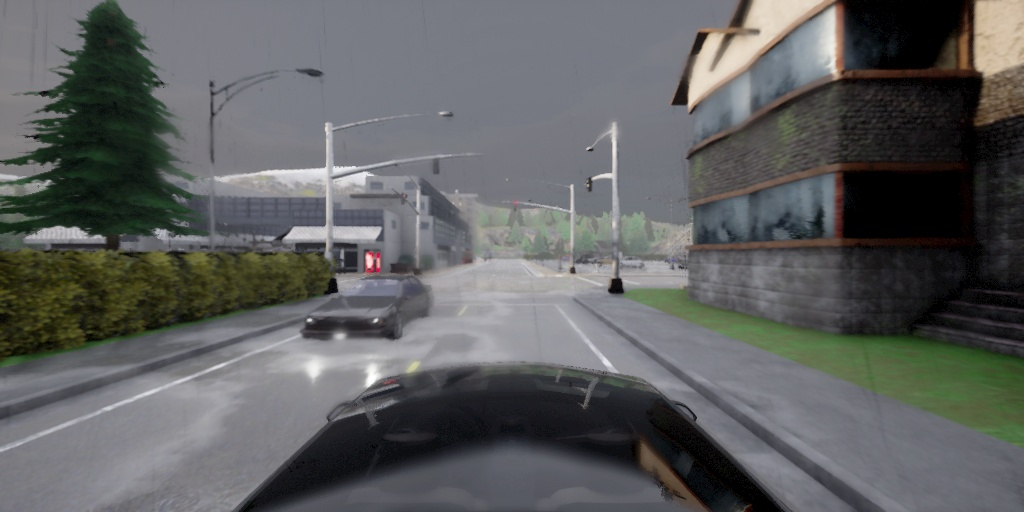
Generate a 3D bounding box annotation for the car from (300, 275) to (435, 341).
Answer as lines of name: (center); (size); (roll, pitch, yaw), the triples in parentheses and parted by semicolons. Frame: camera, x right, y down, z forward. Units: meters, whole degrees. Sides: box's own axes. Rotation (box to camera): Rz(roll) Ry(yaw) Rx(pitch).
car: (-3.523, 1.264, 10.035); (2.033, 1.411, 5.357); (0, 0, 0)
